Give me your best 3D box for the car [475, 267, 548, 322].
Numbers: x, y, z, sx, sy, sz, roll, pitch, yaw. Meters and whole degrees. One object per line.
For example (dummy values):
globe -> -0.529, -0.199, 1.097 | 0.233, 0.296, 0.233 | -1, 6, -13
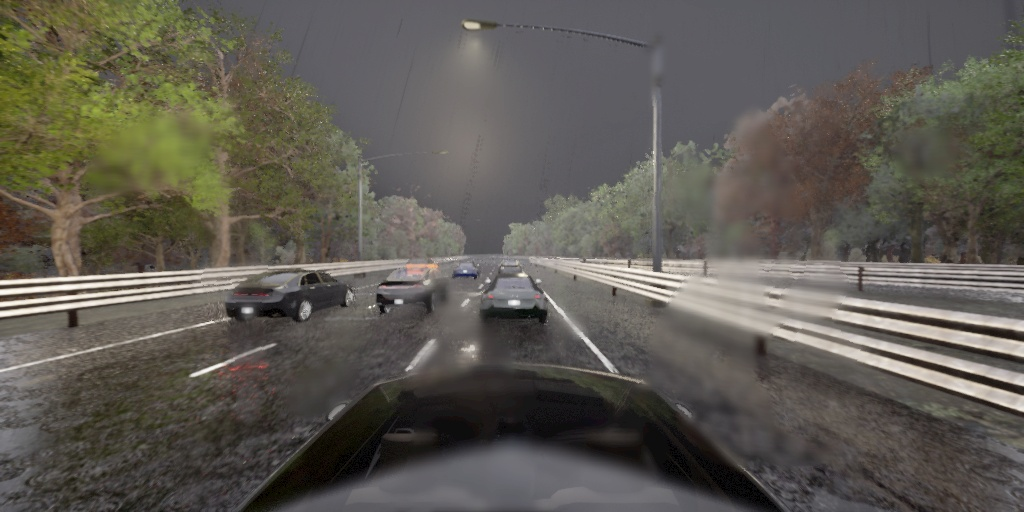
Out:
car -> 0.050, 1.248, 11.901 | 1.994, 1.385, 4.181 | 0, 0, 0

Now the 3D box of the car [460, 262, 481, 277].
car -> -3.685, 1.146, 29.882 | 1.994, 1.385, 4.181 | 0, 0, -1

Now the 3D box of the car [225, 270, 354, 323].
car -> -6.950, 1.192, 11.852 | 1.837, 1.490, 4.892 | 0, 0, 0

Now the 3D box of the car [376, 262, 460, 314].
car -> -3.461, 1.168, 13.380 | 2.128, 1.511, 4.902 | 0, 0, 0

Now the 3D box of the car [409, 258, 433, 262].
car -> -7.169, 0.940, 28.907 | 2.097, 1.767, 4.553 | 0, 0, -1

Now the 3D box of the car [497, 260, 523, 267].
car -> -0.171, 1.076, 29.160 | 2.128, 1.511, 4.902 | 0, 0, -1
